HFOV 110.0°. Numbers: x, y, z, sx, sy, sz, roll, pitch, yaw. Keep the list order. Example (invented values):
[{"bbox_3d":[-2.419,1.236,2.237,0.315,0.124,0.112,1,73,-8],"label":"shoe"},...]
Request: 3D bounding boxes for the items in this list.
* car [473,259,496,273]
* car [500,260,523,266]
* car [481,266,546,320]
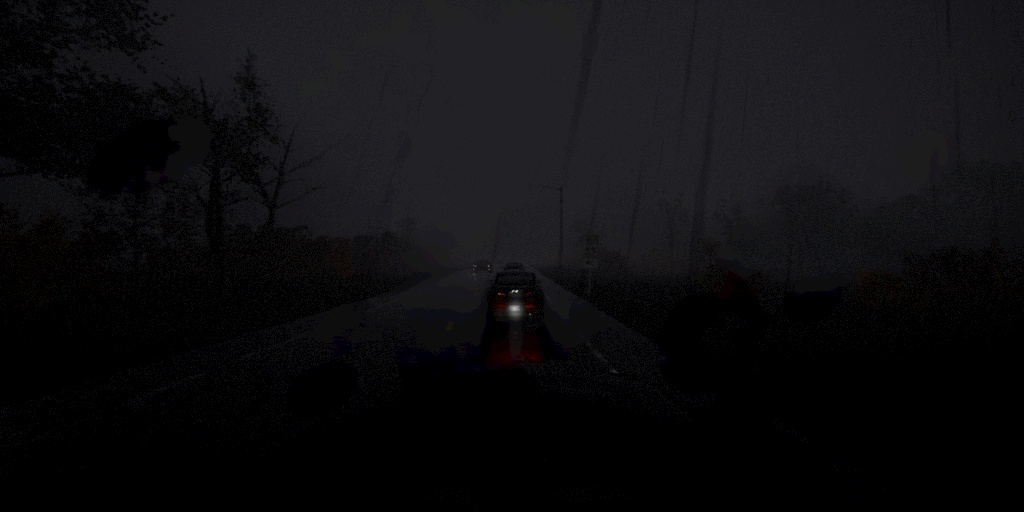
[{"bbox_3d":[-3.404,1.118,43.283,2.097,1.767,4.553,0,0,1],"label":"car"},{"bbox_3d":[0.191,1.266,30.700,1.837,1.490,4.892,0,0,0],"label":"car"},{"bbox_3d":[0.116,1.259,12.565,1.837,1.490,4.892,0,0,0],"label":"car"}]
